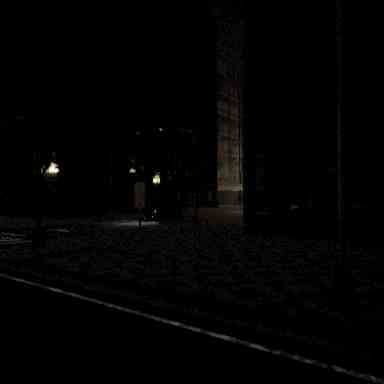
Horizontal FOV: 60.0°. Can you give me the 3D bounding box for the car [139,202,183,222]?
[{"bbox_3d":[-2.862,1.786,31.268,2.097,1.767,4.553,-1,-1,36],"label":"car"}]
